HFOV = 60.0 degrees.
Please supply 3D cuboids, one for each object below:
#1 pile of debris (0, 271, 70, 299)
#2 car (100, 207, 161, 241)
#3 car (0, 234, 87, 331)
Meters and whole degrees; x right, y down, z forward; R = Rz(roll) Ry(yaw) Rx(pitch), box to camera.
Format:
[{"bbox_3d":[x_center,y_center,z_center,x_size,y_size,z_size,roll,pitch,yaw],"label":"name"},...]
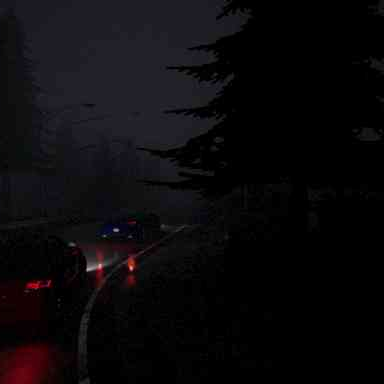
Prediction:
[{"bbox_3d":[-3.966,2.185,7.973,1.500,0.140,1.860,0,0,-4],"label":"pile of debris"},{"bbox_3d":[-2.930,1.496,16.816,1.882,1.535,5.008,0,0,8],"label":"car"},{"bbox_3d":[-3.475,1.568,6.925,1.994,1.385,4.181,0,0,-11],"label":"car"}]
